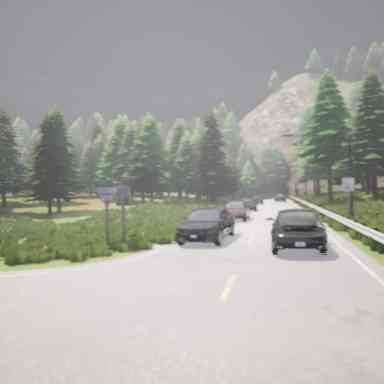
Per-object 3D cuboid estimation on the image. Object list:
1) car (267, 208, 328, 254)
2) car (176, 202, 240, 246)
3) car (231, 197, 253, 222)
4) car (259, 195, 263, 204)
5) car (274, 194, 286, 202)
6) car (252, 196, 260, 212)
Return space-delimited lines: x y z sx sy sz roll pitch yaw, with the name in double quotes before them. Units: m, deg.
"car" 4.013 1.391 12.898 1.837 1.490 4.892 -2 0 14
"car" 0.768 1.471 15.612 1.882 1.535 5.008 -2 0 17
"car" 3.379 1.429 25.518 1.812 1.442 4.674 -2 0 14
"car" 10.030 1.245 51.639 1.994 1.385 4.181 -2 0 14
"car" 15.232 1.023 57.581 1.812 1.442 4.674 -2 0 14
"car" 5.994 1.376 35.954 1.994 1.385 4.181 -2 0 14
